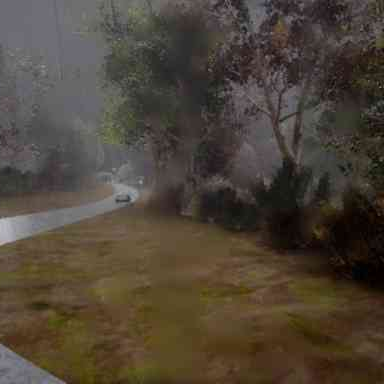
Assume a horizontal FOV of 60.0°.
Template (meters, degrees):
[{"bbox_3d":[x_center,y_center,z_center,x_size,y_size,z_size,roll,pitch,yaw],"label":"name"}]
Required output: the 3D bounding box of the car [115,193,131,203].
[{"bbox_3d":[-10.508,0.863,50.782,1.994,1.385,4.181,-1,2,-5],"label":"car"}]
